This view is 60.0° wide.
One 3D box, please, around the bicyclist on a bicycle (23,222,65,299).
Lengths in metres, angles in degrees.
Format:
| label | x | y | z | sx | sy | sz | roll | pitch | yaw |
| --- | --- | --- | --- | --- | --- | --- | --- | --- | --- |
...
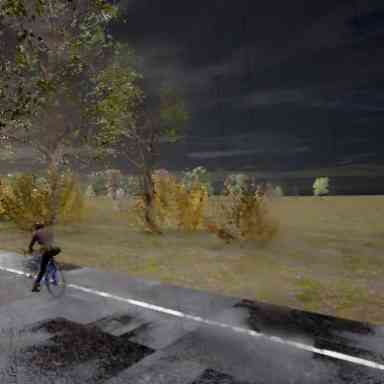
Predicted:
| label | x | y | z | sx | sy | sz | roll | pitch | yaw |
| --- | --- | --- | --- | --- | --- | --- | --- | --- | --- |
| bicyclist on a bicycle | -3.334 | 1.498 | 7.441 | 1.656 | 1.620 | 0.582 | -1 | 0 | 36 |
